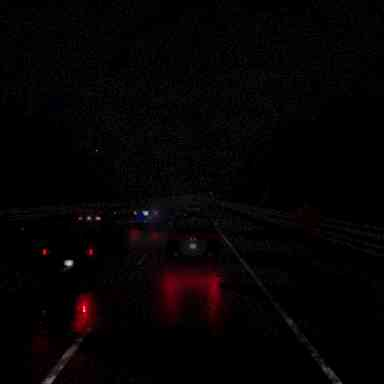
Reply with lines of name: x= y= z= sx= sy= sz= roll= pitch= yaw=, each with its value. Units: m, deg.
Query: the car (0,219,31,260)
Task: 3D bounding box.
car: x=-6.965 y=1.619 z=11.202 sx=1.882 sy=1.535 sz=5.008 roll=0 pitch=-1 yaw=1

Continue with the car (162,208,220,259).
car: x=0.056 y=1.647 z=13.426 sx=1.882 sy=1.535 sz=5.008 roll=0 pitch=0 yaw=0

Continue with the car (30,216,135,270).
car: x=-3.461 y=1.748 z=11.617 sx=1.895 sy=1.301 sz=4.718 roll=0 pitch=-1 yaw=0

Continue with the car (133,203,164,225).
car: x=-3.456 y=1.692 z=27.099 sx=2.097 sy=1.767 sz=4.553 roll=0 pitch=-1 yaw=0

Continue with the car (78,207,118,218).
car: x=-6.975 y=1.863 z=25.059 sx=2.033 sy=1.411 sz=5.357 roll=0 pitch=-1 yaw=0

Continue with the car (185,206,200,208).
car: x=0.050 y=1.876 z=27.889 sx=1.812 sy=1.442 sz=4.674 roll=0 pitch=0 yaw=0

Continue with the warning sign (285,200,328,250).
warning sign: x=4.577 y=1.285 z=13.350 sx=1.300 sy=1.860 sz=1.060 roll=2 pitch=1 yaw=0
